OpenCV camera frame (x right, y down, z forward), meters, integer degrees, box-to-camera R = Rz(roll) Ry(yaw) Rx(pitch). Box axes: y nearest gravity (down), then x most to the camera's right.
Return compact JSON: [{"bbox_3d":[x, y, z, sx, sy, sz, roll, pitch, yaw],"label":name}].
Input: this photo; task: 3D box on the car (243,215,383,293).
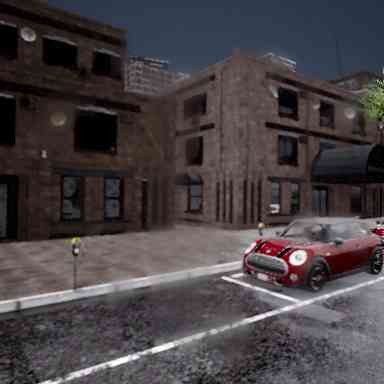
[{"bbox_3d":[3.268,1.436,8.830,4.097,1.590,1.967,0,1,-35],"label":"car"}]
